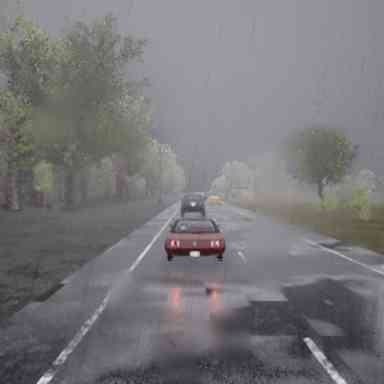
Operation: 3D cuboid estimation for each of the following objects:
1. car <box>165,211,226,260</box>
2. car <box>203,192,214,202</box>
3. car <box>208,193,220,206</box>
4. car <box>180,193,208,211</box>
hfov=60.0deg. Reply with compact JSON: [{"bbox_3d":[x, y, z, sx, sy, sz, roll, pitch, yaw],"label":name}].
[{"bbox_3d":[0.096,1.583,12.288,1.895,1.301,4.718,0,0,0],"label":"car"},{"bbox_3d":[3.482,1.128,73.226,2.150,2.045,5.566,0,0,0],"label":"car"},{"bbox_3d":[3.588,1.403,54.839,1.882,1.535,5.008,0,0,0],"label":"car"},{"bbox_3d":[0.091,1.178,30.890,2.150,2.045,5.566,0,0,0],"label":"car"}]
